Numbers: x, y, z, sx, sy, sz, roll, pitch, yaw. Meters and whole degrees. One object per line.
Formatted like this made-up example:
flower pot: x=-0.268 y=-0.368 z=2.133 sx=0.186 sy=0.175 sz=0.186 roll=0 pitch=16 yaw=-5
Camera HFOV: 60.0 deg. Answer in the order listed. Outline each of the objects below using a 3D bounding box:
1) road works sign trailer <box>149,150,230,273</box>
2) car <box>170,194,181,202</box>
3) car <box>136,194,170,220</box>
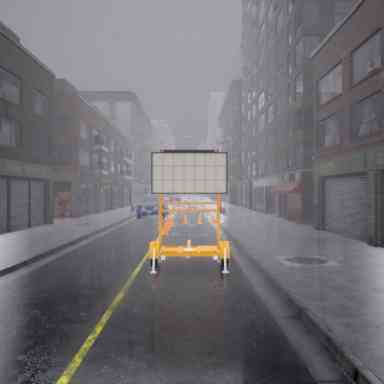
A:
road works sign trailer: x=-0.081 y=0.463 z=10.627 sx=2.380 sy=3.560 sz=2.880 roll=0 pitch=0 yaw=0
car: x=-3.534 y=1.206 z=68.743 sx=2.150 sy=2.045 sz=5.566 roll=0 pitch=0 yaw=0
car: x=-3.319 y=1.216 z=28.343 sx=2.150 sy=2.045 sz=5.566 roll=0 pitch=0 yaw=0
